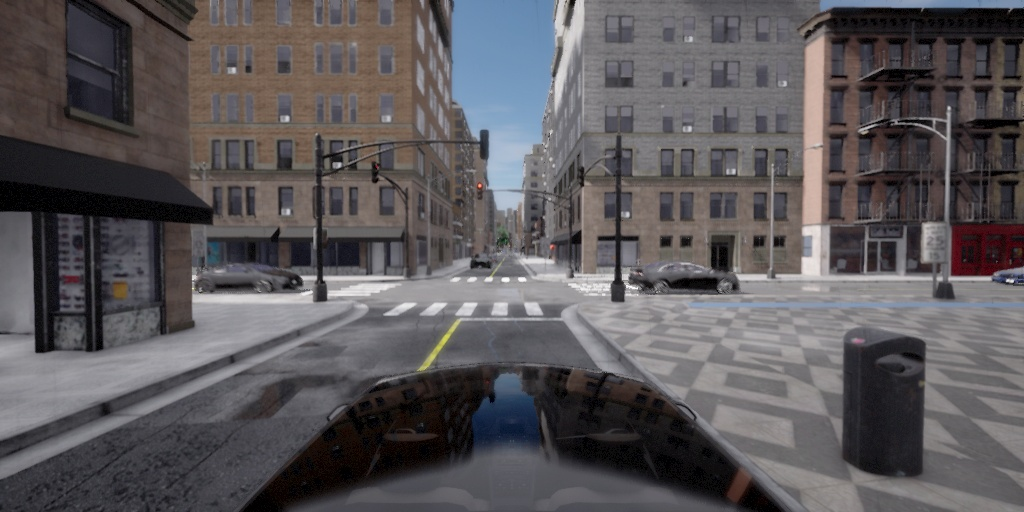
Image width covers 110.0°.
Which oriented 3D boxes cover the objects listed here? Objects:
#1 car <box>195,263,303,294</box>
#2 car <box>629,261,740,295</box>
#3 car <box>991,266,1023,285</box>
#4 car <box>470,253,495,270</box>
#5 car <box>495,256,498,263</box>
[{"bbox_3d":[-12.255,1.033,16.865,4.181,1.385,1.994,0,1,0],"label":"car"},{"bbox_3d":[8.085,1.000,16.988,4.902,1.511,2.128,0,1,0],"label":"car"},{"bbox_3d":[30.747,1.014,20.223,5.357,1.411,2.033,0,1,0],"label":"car"},{"bbox_3d":[-3.200,0.473,37.853,2.097,1.767,4.553,0,1,0],"label":"car"},{"bbox_3d":[-3.227,0.387,54.916,1.994,1.385,4.181,0,1,0],"label":"car"}]
